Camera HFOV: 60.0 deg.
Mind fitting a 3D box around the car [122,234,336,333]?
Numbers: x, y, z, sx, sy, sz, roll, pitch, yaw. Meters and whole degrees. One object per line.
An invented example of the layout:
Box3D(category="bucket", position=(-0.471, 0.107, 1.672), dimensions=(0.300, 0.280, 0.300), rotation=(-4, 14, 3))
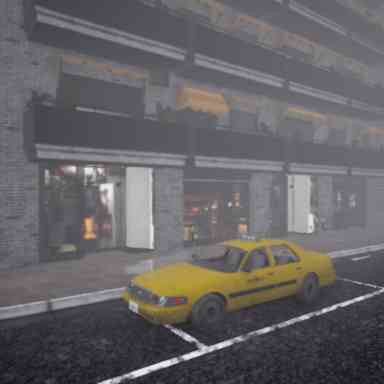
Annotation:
Box3D(category="car", position=(1.013, 1.576, 6.832), dimensions=(4.829, 1.417, 1.752), rotation=(1, -1, -35))
